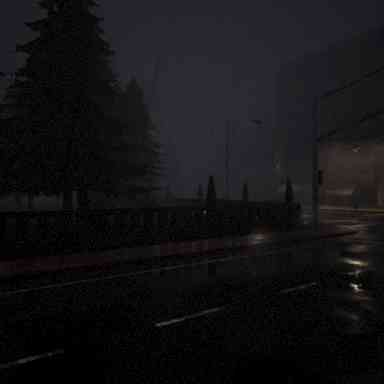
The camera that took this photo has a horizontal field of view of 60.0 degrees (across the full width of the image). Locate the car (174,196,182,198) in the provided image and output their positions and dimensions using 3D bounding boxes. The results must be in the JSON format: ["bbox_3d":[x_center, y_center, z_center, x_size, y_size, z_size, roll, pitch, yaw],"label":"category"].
[{"bbox_3d":[-2.539,1.470,59.000,1.812,1.442,4.674,0,0,4],"label":"car"}]

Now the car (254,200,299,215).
[{"bbox_3d":[8.454,1.509,33.455,1.994,1.385,4.181,0,0,-32],"label":"car"}]

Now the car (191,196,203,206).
[{"bbox_3d":[0.880,1.422,56.483,1.882,1.535,5.008,0,0,0],"label":"car"}]

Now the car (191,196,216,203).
[{"bbox_3d":[0.915,1.470,39.853,1.812,1.442,4.674,0,0,-23],"label":"car"}]

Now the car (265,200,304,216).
[{"bbox_3d":[7.286,1.422,28.808,1.882,1.535,5.008,0,0,-33],"label":"car"}]
